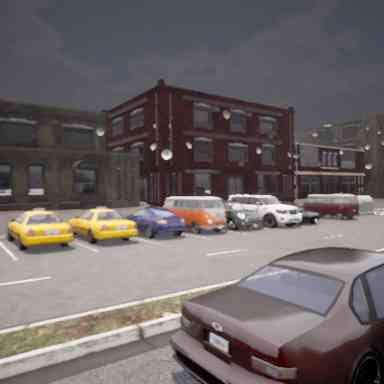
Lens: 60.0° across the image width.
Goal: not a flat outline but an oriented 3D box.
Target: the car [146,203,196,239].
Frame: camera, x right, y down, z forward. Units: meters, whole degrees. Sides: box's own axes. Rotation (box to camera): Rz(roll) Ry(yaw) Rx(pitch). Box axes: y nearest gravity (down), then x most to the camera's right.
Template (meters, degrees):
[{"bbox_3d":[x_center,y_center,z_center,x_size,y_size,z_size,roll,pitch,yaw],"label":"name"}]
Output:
[{"bbox_3d":[-2.117,1.519,17.514,2.002,1.452,4.674,0,0,-36],"label":"car"}]

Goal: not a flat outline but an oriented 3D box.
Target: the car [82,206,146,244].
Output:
[{"bbox_3d":[-4.459,1.480,16.048,1.946,1.575,5.366,0,0,-36],"label":"car"}]

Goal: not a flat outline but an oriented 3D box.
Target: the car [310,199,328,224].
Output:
[{"bbox_3d":[6.831,1.477,23.969,2.163,1.488,4.792,0,0,-36],"label":"car"}]

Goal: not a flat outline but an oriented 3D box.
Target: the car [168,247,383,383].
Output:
[{"bbox_3d":[2.299,1.548,4.801,5.357,1.411,2.033,0,0,-36],"label":"car"}]

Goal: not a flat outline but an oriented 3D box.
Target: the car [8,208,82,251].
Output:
[{"bbox_3d":[-6.693,1.482,14.428,1.946,1.575,5.366,0,0,-36],"label":"car"}]

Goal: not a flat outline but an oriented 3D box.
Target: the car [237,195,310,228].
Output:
[{"bbox_3d":[4.597,1.206,22.351,2.435,2.045,5.566,0,0,-36],"label":"car"}]

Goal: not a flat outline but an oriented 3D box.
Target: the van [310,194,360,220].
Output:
[{"bbox_3d":[11.212,1.196,27.326,1.878,1.987,4.442,0,0,-36],"label":"van"}]

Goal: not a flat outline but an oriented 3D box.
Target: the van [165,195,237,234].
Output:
[{"bbox_3d":[0.183,1.248,19.041,1.878,1.987,4.442,0,0,-36],"label":"van"}]

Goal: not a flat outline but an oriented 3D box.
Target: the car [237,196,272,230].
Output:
[{"bbox_3d":[2.329,1.341,20.780,2.185,1.767,4.553,0,0,-36],"label":"car"}]
